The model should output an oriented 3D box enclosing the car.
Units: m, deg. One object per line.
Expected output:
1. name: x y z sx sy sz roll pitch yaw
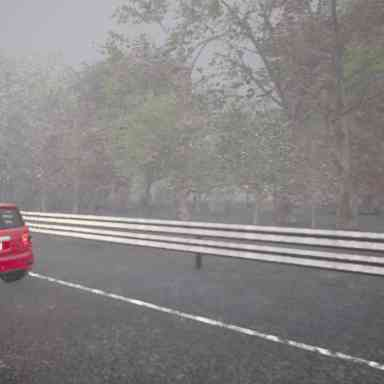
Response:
1. car: -6.326 1.255 8.548 5.566 2.045 2.150 0 0 35
